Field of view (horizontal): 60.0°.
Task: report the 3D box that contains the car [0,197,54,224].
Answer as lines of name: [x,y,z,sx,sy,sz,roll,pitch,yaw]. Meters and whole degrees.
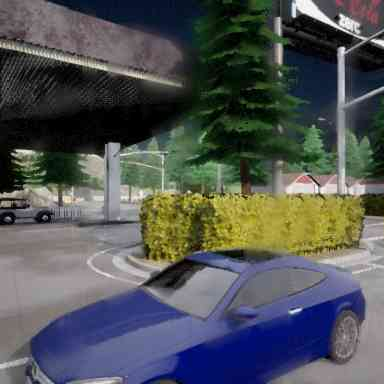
car: [-11.962,1.313,23.485,3.866,1.878,1.905,0,0,-36]

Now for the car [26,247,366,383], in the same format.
car: [0.452,1.526,4.329,4.674,1.442,1.812,0,0,-35]
